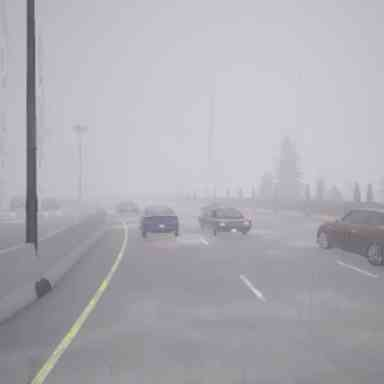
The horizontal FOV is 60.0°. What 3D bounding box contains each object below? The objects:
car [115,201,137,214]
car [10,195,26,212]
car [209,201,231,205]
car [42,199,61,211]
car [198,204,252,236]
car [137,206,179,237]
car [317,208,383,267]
[{"bbox_3d":[-7.137,1.614,36.068,1.994,1.385,4.181,0,0,-22],"label":"car"},{"bbox_3d":[-21.736,1.369,42.170,2.150,2.045,5.566,0,0,-29],"label":"car"},{"bbox_3d":[2.388,1.546,30.291,2.033,1.411,5.357,0,0,-17],"label":"car"},{"bbox_3d":[-18.281,1.633,43.073,1.837,1.490,4.892,0,0,-29],"label":"car"},{"bbox_3d":[1.660,1.595,18.524,1.895,1.301,4.718,0,0,-11],"label":"car"},{"bbox_3d":[-1.891,1.484,18.354,1.882,1.535,5.008,0,0,-10],"label":"car"},{"bbox_3d":[6.227,1.330,11.527,2.097,1.767,4.553,0,0,-6],"label":"car"}]
